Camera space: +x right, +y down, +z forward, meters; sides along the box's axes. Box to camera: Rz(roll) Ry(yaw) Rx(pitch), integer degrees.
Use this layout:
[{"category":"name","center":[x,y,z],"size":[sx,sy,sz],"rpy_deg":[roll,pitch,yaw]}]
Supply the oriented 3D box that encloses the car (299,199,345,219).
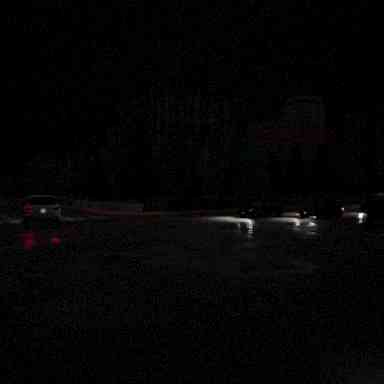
[{"category":"car","center":[11.453,1.518,29.333],"size":[4.892,1.490,1.837],"rpy_deg":[0,0,-36]}]

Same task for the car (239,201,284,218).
[{"category":"car","center":[6.350,1.542,30.034],"size":[4.674,1.442,1.812],"rpy_deg":[0,0,-34]}]

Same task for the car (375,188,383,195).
[{"category":"car","center":[26.351,0.431,44.167],"size":[5.566,2.045,2.150],"rpy_deg":[-5,3,-35]}]

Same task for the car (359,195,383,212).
[{"category":"car","center":[20.011,1.376,35.408],"size":[5.357,1.411,2.033],"rpy_deg":[-3,2,-35]}]

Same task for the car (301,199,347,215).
[{"category":"car","center":[14.164,1.515,35.574],"size":[5.357,1.411,2.033],"rpy_deg":[-1,1,-36]}]

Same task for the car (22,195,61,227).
[{"category":"car","center":[-10.396,1.224,22.982],"size":[2.150,2.045,5.566],"rpy_deg":[0,0,-26]}]
